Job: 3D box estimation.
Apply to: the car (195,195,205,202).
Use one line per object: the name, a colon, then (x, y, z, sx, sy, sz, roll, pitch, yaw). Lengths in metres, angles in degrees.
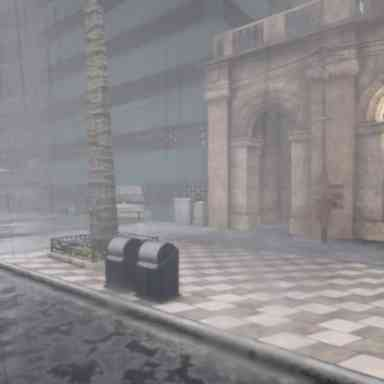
car: (2.122, 0.779, 25.334, 5.566, 2.045, 2.435, 0, 1, 39)
